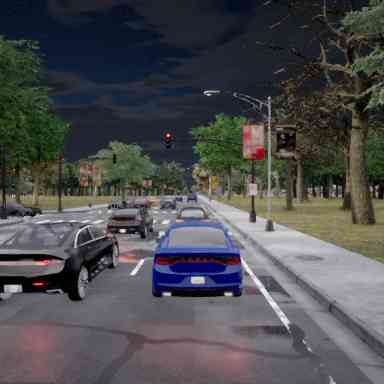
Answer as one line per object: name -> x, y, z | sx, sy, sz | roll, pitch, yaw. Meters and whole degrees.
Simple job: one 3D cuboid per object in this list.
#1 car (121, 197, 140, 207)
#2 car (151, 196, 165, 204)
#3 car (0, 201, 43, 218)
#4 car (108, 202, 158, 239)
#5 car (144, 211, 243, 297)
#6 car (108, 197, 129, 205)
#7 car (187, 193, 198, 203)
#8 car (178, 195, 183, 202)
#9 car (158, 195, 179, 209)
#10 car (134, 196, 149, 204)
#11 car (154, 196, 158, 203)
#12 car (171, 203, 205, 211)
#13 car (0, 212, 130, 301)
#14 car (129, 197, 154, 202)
car -> -9.792, 1.513, 53.162 | 2.128, 1.511, 4.902 | 0, 0, 0
car -> -6.488, 1.526, 64.417 | 2.128, 1.511, 4.902 | 0, 0, 0
car -> -16.028, 1.539, 29.229 | 5.357, 1.411, 2.033 | 0, 0, 6
car -> -3.136, 1.508, 17.472 | 1.837, 1.490, 4.892 | 0, 0, 0
car -> 0.110, 1.478, 8.615 | 1.882, 1.535, 5.008 | 0, 0, 0
car -> -9.806, 1.579, 44.242 | 1.994, 1.385, 4.181 | 0, 0, 1
car -> 0.068, 1.271, 73.553 | 2.150, 2.045, 5.566 | 0, 0, 0
car -> -3.177, 1.532, 78.526 | 1.882, 1.535, 5.008 | 0, 0, 0
car -> -3.097, 1.540, 44.306 | 1.812, 1.442, 4.674 | 0, 0, 1
car -> -9.737, 1.582, 64.121 | 2.033, 1.411, 5.357 | 0, 0, 0
car -> -6.545, 1.499, 53.111 | 1.882, 1.535, 5.008 | 0, 0, 0
car -> 0.035, 1.528, 17.814 | 1.812, 1.442, 4.674 | 0, 0, 1
car -> -3.147, 1.492, 8.300 | 2.128, 1.511, 4.902 | 0, 0, 0
car -> -6.557, 1.492, 43.530 | 1.882, 1.535, 5.008 | 0, 0, 0
